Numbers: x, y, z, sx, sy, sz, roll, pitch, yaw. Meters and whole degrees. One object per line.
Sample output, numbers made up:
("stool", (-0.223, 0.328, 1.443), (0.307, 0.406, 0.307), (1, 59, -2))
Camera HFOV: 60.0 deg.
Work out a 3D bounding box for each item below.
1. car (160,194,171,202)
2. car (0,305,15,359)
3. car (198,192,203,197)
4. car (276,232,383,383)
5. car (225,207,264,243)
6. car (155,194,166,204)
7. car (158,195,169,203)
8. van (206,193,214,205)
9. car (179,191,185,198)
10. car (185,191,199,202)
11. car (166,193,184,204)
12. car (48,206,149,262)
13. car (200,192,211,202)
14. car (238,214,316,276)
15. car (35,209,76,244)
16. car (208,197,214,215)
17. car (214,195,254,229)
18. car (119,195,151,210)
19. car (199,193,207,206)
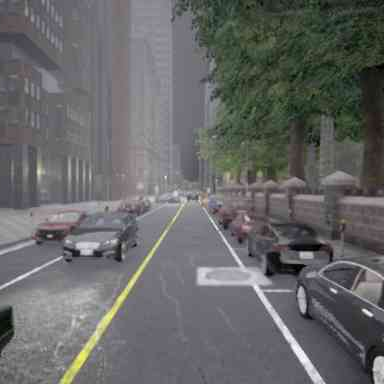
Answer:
("car", (-5.614, 1.166, 70.920), (1.967, 1.590, 4.097), (0, 0, 0))
("car", (-3.099, 1.599, 1.841), (1.895, 1.301, 4.718), (0, 0, 0))
("car", (2.900, 1.084, 65.387), (2.192, 1.841, 5.009), (0, 0, 0))
("car", (2.766, 1.555, 4.616), (2.008, 1.369, 4.403), (0, 0, 0))
("car", (2.790, 1.578, 15.667), (1.802, 1.307, 4.206), (0, 0, 0))
("car", (-5.638, 1.345, 59.872), (2.008, 1.369, 4.403), (0, 0, 0))
("car", (-5.626, 1.287, 65.226), (1.752, 1.417, 4.829), (0, 0, 0))
("van", (2.840, 1.262, 37.766), (1.690, 1.788, 3.998), (0, 0, 0))
("car", (-0.903, 1.009, 91.522), (2.128, 1.511, 4.902), (0, 0, 26))
("car", (0.144, 0.956, 69.180), (2.097, 1.767, 4.553), (0, 0, 0))
("car", (-2.922, 1.373, 57.639), (1.994, 1.385, 4.181), (0, 0, 1))
("car", (-3.075, 1.487, 12.145), (2.128, 1.511, 4.902), (0, 0, 0))
("car", (2.912, 1.048, 70.912), (2.192, 1.841, 5.009), (0, 0, 0))
("car", (2.776, 1.568, 10.141), (1.947, 1.339, 4.313), (0, 0, 0))
("car", (-5.736, 1.533, 15.676), (1.887, 1.381, 4.507), (0, 0, 0))
("car", (2.828, 1.492, 32.243), (1.887, 1.381, 4.507), (0, 0, 0))
("car", (2.802, 1.299, 21.192), (2.192, 1.841, 5.009), (0, 0, 0))
("car", (-5.698, 1.255, 32.251), (2.192, 1.841, 5.009), (0, 0, 0))
("car", (2.453, 1.313, 50.278), (1.801, 1.575, 5.366), (0, 0, 0))
